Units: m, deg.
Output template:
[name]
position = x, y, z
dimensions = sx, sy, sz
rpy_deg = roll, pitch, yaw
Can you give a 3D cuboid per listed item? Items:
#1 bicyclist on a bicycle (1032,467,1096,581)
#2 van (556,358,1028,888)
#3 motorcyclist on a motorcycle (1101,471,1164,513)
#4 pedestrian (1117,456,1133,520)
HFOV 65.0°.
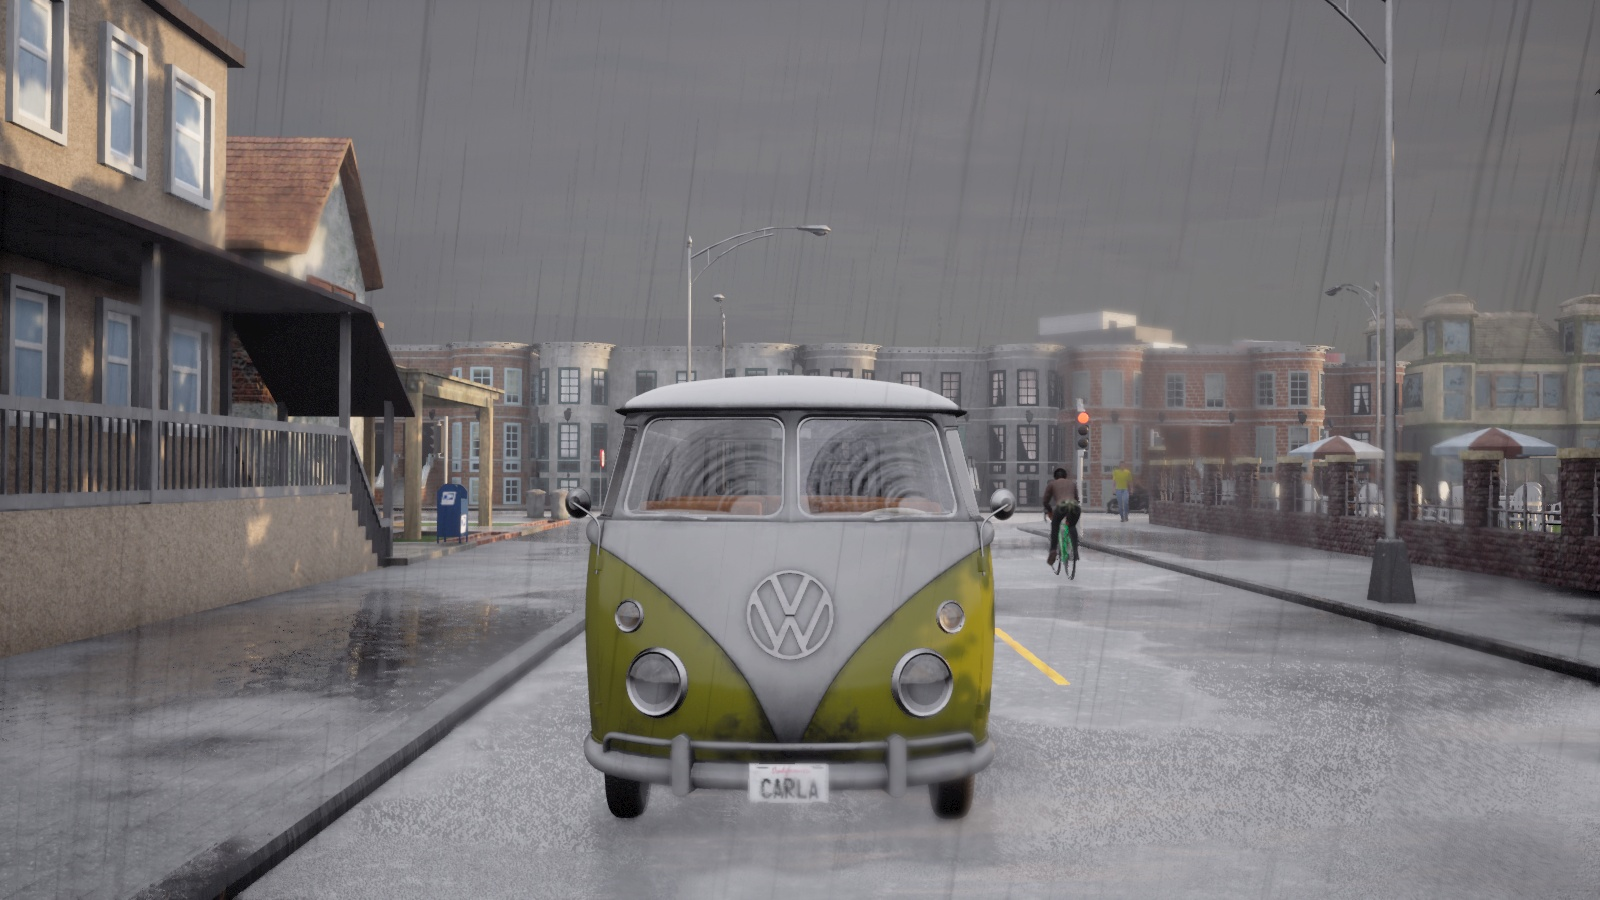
[bicyclist on a bicycle]
position = 3.897, 1.065, 18.666
dimensions = 0.582, 1.620, 1.656
rpy_deg = 0, -1, 0
[van]
position = -0.043, 0.684, 6.958
dimensions = 1.775, 1.987, 4.442
rpy_deg = 0, -1, 0
[motorcyclist on a motorcycle]
position = 12.051, 1.512, 45.585
dimensions = 2.044, 1.523, 0.797
rpy_deg = 0, -1, 0
[pedestrian]
position = 9.478, 1.100, 36.655
dimensions = 0.354, 1.836, 0.706
rpy_deg = 0, -1, 8
